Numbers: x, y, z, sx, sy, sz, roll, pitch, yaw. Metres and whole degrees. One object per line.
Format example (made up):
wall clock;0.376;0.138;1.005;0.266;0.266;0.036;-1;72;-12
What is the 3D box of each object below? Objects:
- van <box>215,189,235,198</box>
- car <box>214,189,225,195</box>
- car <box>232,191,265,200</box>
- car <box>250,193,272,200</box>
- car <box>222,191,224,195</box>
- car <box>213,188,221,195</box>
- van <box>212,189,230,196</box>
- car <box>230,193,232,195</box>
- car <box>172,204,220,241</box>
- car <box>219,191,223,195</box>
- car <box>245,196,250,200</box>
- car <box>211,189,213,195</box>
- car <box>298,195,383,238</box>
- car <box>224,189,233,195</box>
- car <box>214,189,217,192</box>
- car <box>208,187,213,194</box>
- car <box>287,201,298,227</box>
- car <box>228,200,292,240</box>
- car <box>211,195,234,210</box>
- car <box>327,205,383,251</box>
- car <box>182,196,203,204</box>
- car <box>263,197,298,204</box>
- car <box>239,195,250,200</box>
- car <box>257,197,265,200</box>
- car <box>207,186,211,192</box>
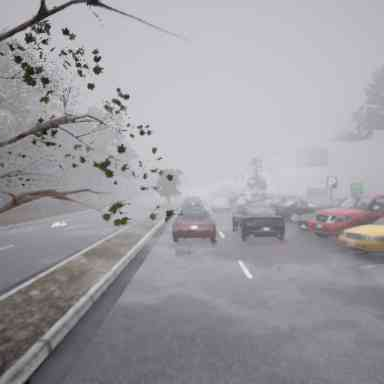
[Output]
van;8.170;0.330;81.239;4.442;1.987;1.878;0;1;-20
car;8.034;0.755;72.220;4.792;1.488;2.163;0;1;-20
car;8.093;1.025;39.217;5.566;2.045;2.435;1;0;-20
car;8.098;1.218;30.206;4.553;1.767;2.185;1;1;-20
car;8.234;1.062;54.293;5.366;1.575;1.946;0;1;-20
car;8.031;0.486;78.207;4.553;1.767;2.185;0;1;-20
van;7.951;0.159;90.099;4.442;1.987;1.878;0;1;-20
car;7.892;1.238;42.147;5.366;1.575;1.946;1;1;-20
car;0.097;1.472;16.182;1.994;1.385;4.181;0;0;0
car;8.036;0.982;60.216;4.792;1.488;2.163;0;1;-20
car;8.068;1.369;33.196;4.674;1.452;2.002;1;1;-20
car;8.052;0.499;84.183;4.892;1.521;2.231;0;1;-20
car;8.047;1.146;15.175;5.566;2.045;2.435;1;1;-20
car;8.041;0.914;48.197;5.566;2.045;2.435;0;1;-20
car;8.054;0.708;75.238;4.674;1.452;2.002;0;1;-20
car;8.036;0.191;87.146;5.566;2.045;2.435;0;1;-20
car;8.041;1.416;18.179;4.792;1.488;2.163;1;0;-20
car;3.097;1.385;16.341;1.882;1.535;5.008;0;0;0
car;3.094;1.340;36.313;1.812;1.442;4.674;0;1;0
car;7.894;1.404;12.124;5.366;1.575;1.946;1;0;-20
car;0.095;1.183;34.320;2.097;1.767;4.553;0;0;0
car;8.060;1.369;24.196;5.008;1.535;2.097;1;0;-20
car;8.091;1.332;36.221;4.792;1.488;2.163;1;0;-20
car;8.069;1.398;27.197;4.674;1.452;2.002;1;1;-20
car;8.086;0.077;93.141;5.566;2.045;2.435;0;1;-20
